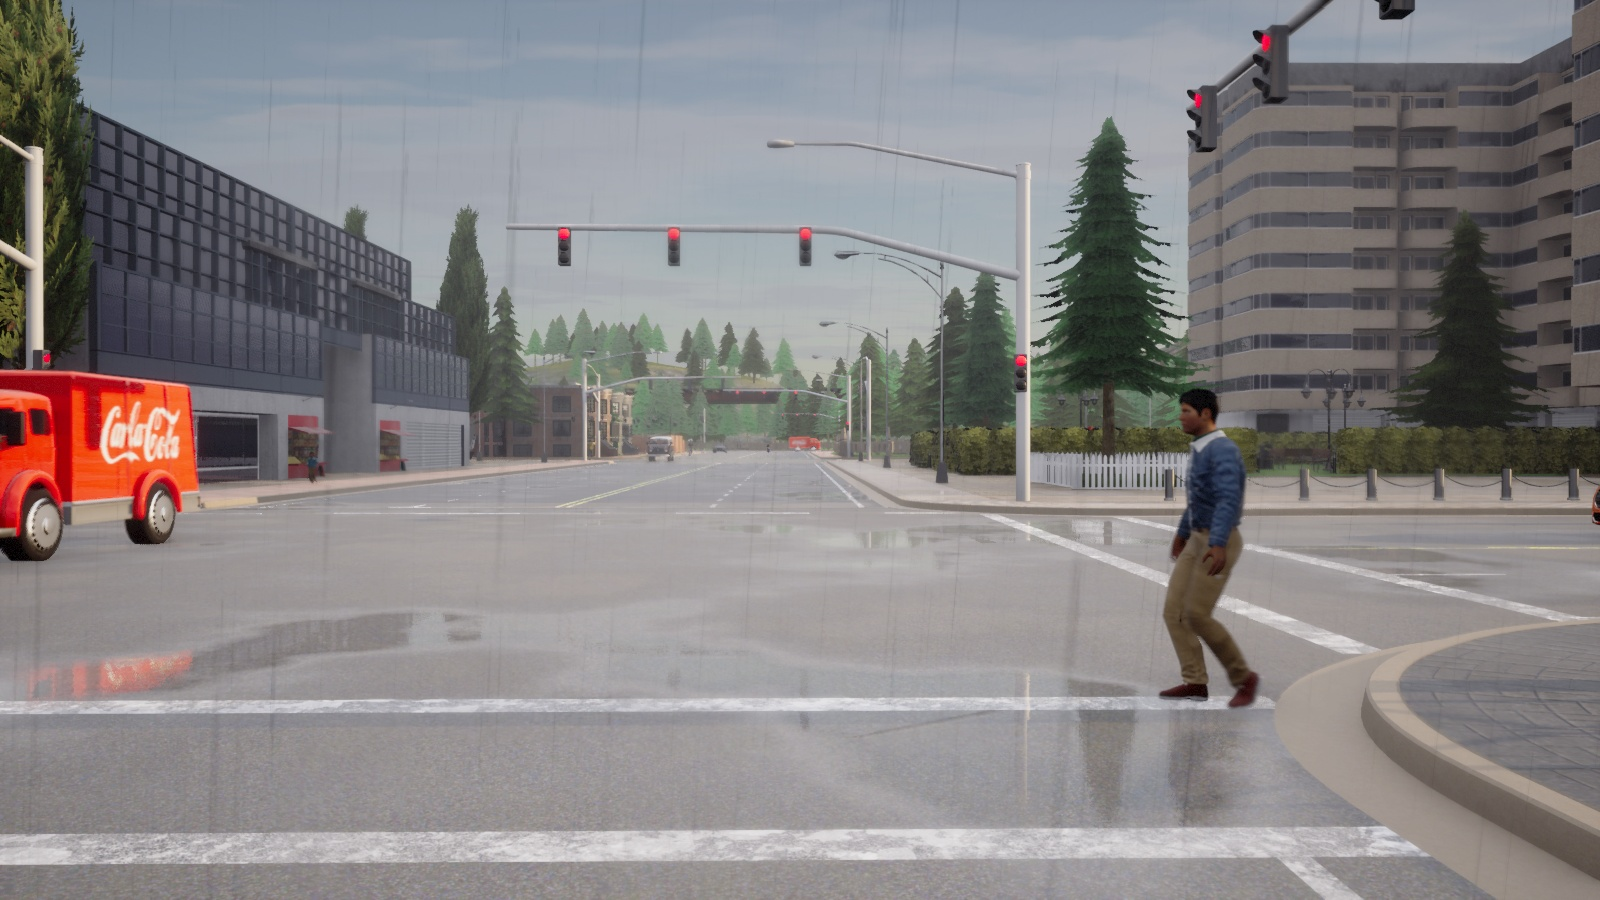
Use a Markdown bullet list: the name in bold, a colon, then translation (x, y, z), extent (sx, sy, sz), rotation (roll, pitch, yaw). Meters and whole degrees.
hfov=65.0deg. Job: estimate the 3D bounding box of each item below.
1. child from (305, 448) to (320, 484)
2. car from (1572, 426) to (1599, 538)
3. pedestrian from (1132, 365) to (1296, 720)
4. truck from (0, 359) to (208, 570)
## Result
- **child**: translation (-16.298, 0.535, 41.955), extent (0.343, 1.192, 0.448), rotation (0, 0, -3)
- **car**: translation (14.889, 0.507, 19.479), extent (4.553, 1.767, 2.097), rotation (0, 0, 0)
- **pedestrian**: translation (2.331, 0.507, 7.116), extent (0.788, 1.949, 0.423), rotation (0, 0, 1)
- **truck**: translation (-10.625, 0.154, 17.210), extent (2.627, 2.467, 5.204), rotation (0, 0, -1)
